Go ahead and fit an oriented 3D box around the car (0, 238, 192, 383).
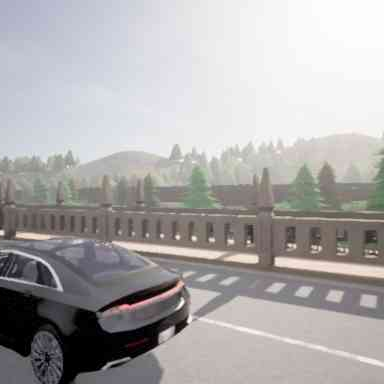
[{"bbox_3d":[-2.330,1.498,5.300,4.902,1.511,2.128,0,0,33],"label":"car"}]
